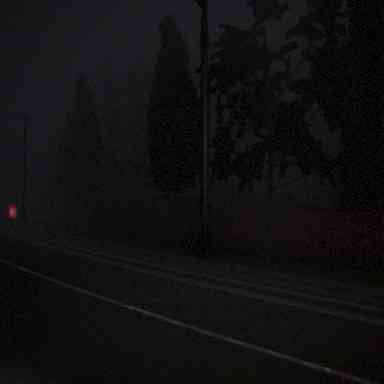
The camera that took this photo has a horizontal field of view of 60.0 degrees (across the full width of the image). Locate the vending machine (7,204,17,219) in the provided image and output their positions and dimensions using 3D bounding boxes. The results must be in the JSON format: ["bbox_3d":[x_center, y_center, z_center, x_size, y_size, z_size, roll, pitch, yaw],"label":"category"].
[{"bbox_3d":[-24.635,2.690,45.540,1.100,2.100,0.880,3,-3,-22],"label":"vending machine"}]
